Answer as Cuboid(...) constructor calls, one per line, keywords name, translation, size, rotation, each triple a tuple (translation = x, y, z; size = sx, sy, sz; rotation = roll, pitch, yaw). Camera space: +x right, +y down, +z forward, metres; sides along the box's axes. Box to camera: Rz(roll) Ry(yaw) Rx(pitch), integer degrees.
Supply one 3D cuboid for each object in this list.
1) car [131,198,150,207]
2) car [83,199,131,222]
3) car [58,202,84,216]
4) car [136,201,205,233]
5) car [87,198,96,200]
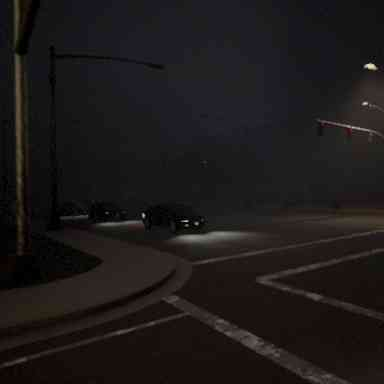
Cuboid(name="car", translation=(-8.155, 1.724, 52.984), size=(2.033, 1.411, 5.357), rotation=(-1, 0, -37))
Cuboid(name="car", translation=(-7.194, 1.607, 27.759), size=(1.812, 1.442, 4.674), rotation=(-1, 0, -36))
Cuboid(name="car", translation=(-13.515, 1.789, 36.344), size=(2.033, 1.411, 5.357), rotation=(-1, 0, -36))
Cuboid(name="car", translation=(-1.184, 1.458, 19.611), size=(1.837, 1.490, 4.892), rotation=(-1, 0, -36))
Cuboid(name="car", translation=(-18.507, 1.913, 61.117), size=(2.128, 1.511, 4.902), rotation=(-1, 0, -36))
